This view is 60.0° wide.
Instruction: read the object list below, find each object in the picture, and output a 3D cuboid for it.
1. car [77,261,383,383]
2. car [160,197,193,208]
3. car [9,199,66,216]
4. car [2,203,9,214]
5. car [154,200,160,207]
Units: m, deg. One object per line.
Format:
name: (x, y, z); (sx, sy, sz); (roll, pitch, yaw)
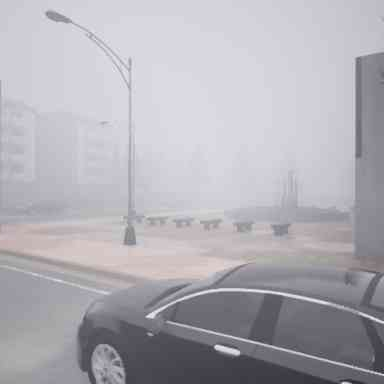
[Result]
car: (0.831, 1.506, 3.399); (4.892, 1.490, 1.837); (0, 0, 35)
car: (-1.926, 1.564, 48.059); (4.181, 1.385, 1.994); (0, 0, -37)
car: (-14.883, 1.500, 32.953); (1.837, 1.490, 4.892); (0, 1, 34)
car: (-17.700, 1.491, 35.026); (2.128, 1.511, 4.902); (0, 0, 34)
car: (-3.672, 1.525, 51.117); (4.674, 1.442, 1.812); (0, 0, -37)
